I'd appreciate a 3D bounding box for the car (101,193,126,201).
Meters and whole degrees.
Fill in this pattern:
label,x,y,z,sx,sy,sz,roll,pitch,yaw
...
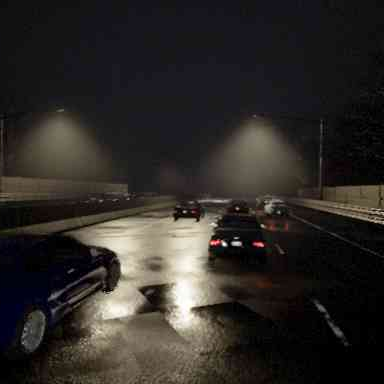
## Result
label,x,y,z,sx,sy,sz,roll,pitch,yaw
car,-11.047,0.993,49.386,2.033,1.411,5.357,1,0,8

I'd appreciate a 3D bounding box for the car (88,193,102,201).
label,x,y,z,sx,sy,sz,roll,pitch,yaw
car,-14.289,0.891,51.401,1.812,1.442,4.674,1,0,8

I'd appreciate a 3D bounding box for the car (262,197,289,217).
label,x,y,z,sx,sy,sz,roll,pitch,yaw
car,7.699,1.482,30.435,1.812,1.442,4.674,1,1,8

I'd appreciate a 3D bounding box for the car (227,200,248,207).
label,x,y,z,sx,sy,sz,roll,pitch,yaw
car,4.323,1.442,31.489,1.994,1.385,4.181,1,0,8

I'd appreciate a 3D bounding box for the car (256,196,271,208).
label,x,y,z,sx,sy,sz,roll,pitch,yaw
car,9.243,1.269,42.045,2.097,1.767,4.553,1,0,8

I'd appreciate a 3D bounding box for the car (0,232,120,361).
label,x,y,z,sx,sy,sz,roll,pitch,yaw
car,-2.771,1.427,5.742,1.812,1.442,4.674,1,0,8

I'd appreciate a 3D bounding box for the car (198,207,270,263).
label,x,y,z,sx,sy,sz,roll,pitch,yaw
car,1.603,1.500,11.855,2.033,1.411,5.357,1,0,8

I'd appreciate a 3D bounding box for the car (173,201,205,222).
label,x,y,z,sx,sy,sz,roll,pitch,yaw
car,-0.142,1.376,24.758,2.033,1.411,5.357,1,0,8

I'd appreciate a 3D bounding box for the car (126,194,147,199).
label,x,y,z,sx,sy,sz,roll,pitch,yaw
car,-7.641,1.048,48.495,1.812,1.442,4.674,1,0,8
